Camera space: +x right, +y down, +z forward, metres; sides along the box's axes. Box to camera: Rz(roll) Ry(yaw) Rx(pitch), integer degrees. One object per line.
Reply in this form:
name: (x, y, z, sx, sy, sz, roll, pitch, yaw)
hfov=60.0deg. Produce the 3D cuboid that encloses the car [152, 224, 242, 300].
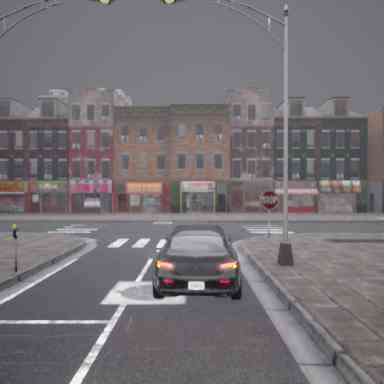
car: (0.153, 1.522, 8.299, 1.812, 1.442, 4.674, 0, 0, 2)
